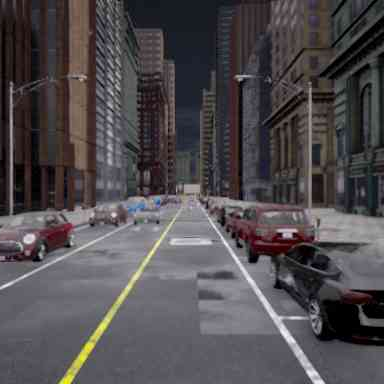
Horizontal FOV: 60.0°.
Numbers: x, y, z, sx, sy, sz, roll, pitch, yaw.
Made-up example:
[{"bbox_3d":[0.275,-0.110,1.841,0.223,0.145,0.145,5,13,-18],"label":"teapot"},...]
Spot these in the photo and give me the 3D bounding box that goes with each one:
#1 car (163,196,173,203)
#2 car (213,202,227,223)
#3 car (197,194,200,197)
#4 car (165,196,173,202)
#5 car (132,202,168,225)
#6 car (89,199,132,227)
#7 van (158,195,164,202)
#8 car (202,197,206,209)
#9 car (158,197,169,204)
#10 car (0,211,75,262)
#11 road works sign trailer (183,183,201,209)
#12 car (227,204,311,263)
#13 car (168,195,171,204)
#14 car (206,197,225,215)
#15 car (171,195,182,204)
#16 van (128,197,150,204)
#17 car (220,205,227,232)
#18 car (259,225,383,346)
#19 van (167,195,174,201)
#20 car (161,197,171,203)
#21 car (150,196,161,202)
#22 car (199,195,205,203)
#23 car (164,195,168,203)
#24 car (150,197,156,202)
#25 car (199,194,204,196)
[{"bbox_3d":[-5.777,1.773,79.642,2.008,1.369,4.403,0,0,0],"label":"car"},{"bbox_3d":[2.757,1.626,23.287,1.947,1.339,4.313,0,0,0],"label":"car"},{"bbox_3d":[2.747,1.682,85.286,1.967,1.590,4.097,0,0,0],"label":"car"},{"bbox_3d":[-5.777,1.823,85.280,1.802,1.307,4.206,0,0,0],"label":"car"},{"bbox_3d":[-3.104,1.663,24.535,1.895,1.301,4.718,0,0,0],"label":"car"},{"bbox_3d":[-5.769,1.499,23.277,1.967,1.590,4.097,0,0,0],"label":"car"},{"bbox_3d":[-5.773,1.477,51.460,1.690,1.788,3.998,0,0,0],"label":"van"},{"bbox_3d":[2.753,1.686,45.831,1.947,1.339,4.313,0,0,0],"label":"car"},{"bbox_3d":[-5.775,1.753,68.370,1.947,1.339,4.313,0,0,0],"label":"car"},{"bbox_3d":[-5.767,1.471,12.004,1.967,1.590,4.097,0,0,0],"label":"car"},{"bbox_3d":[-0.005,0.585,46.444,2.380,3.560,2.880,0,0,0],"label":"road works sign trailer"},{"bbox_3d":[2.758,1.346,12.015,2.192,1.841,5.009,0,0,0],"label":"car"},{"bbox_3d":[-5.775,1.485,62.734,2.192,1.841,5.009,0,0,0],"label":"car"},{"bbox_3d":[2.755,1.529,34.558,1.967,1.590,4.097,0,0,0],"label":"car"},{"bbox_3d":[-3.023,1.738,66.073,1.994,1.385,4.181,0,0,0],"label":"car"},{"bbox_3d":[-5.771,1.429,34.551,1.690,1.788,3.998,0,0,0],"label":"van"},{"bbox_3d":[2.758,1.590,17.650,1.887,1.381,4.507,0,0,0],"label":"car"},{"bbox_3d":[2.759,1.583,6.377,1.947,1.339,4.313,0,0,0],"label":"car"},{"bbox_3d":[-5.779,1.602,90.917,1.690,1.788,3.998,0,0,0],"label":"van"},{"bbox_3d":[-5.776,1.770,74.006,1.947,1.339,4.313,0,0,0],"label":"car"},{"bbox_3d":[-5.772,1.670,45.823,2.008,1.369,4.403,0,0,0],"label":"car"},{"bbox_3d":[2.751,1.752,62.740,1.802,1.307,4.206,0,0,0],"label":"car"},{"bbox_3d":[-5.774,1.593,57.096,1.967,1.590,4.097,0,0,0],"label":"car"},{"bbox_3d":[-5.771,1.629,40.017,1.752,1.417,4.829,0,0,0],"label":"car"},{"bbox_3d":[2.749,1.787,74.013,1.802,1.307,4.206,0,0,0],"label":"car"}]
